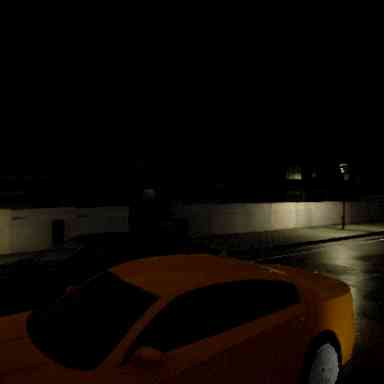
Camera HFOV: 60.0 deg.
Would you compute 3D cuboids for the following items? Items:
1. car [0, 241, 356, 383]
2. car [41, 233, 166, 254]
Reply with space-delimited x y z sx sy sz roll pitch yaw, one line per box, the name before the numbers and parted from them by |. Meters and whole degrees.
car | -0.299 1.483 3.474 5.008 1.535 1.882 0 0 -35
car | -1.705 1.554 6.463 5.357 1.411 2.033 0 0 -35
